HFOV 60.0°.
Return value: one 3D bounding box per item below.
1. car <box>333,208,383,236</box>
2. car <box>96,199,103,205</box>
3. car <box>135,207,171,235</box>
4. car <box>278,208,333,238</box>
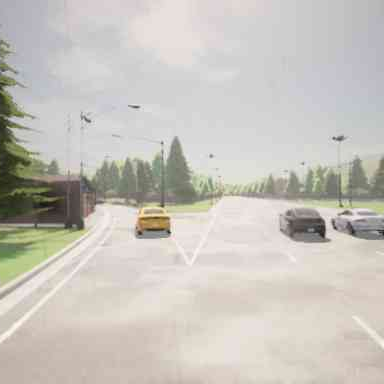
[{"bbox_3d":[9.702,1.678,19.514,1.812,1.442,4.674,0,-1,6],"label":"car"},{"bbox_3d":[-22.991,2.365,81.182,1.837,1.490,4.892,0,-1,-27],"label":"car"},{"bbox_3d":[-2.479,1.688,20.687,1.882,1.535,5.008,0,-1,-11],"label":"car"},{"bbox_3d":[6.133,1.664,18.863,1.837,1.490,4.892,0,-1,6],"label":"car"}]
